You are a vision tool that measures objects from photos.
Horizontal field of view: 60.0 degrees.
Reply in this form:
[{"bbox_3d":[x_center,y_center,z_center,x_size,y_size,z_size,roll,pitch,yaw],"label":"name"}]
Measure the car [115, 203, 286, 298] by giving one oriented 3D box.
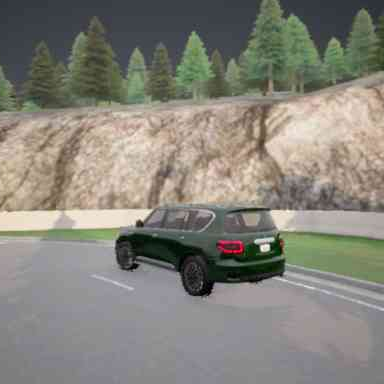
[{"bbox_3d":[-0.097,1.331,9.213,2.150,2.045,5.566,1,-1,-38],"label":"car"}]
